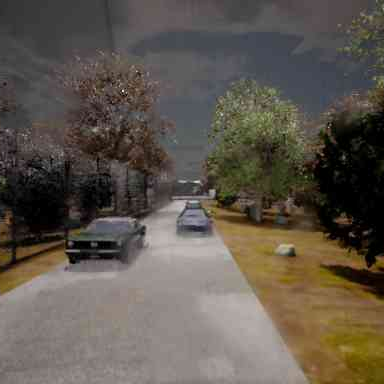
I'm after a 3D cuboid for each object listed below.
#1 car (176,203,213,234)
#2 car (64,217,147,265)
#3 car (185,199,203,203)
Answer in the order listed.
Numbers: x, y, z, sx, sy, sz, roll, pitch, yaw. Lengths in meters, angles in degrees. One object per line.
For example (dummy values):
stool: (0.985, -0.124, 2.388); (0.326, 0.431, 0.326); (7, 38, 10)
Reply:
car: (0.137, 1.562, 19.106); (1.994, 1.385, 4.181); (0, 0, 0)
car: (-2.821, 1.599, 11.849); (1.895, 1.301, 4.718); (0, 0, 0)
car: (0.199, 1.521, 36.678); (1.812, 1.442, 4.674); (0, 0, 0)
